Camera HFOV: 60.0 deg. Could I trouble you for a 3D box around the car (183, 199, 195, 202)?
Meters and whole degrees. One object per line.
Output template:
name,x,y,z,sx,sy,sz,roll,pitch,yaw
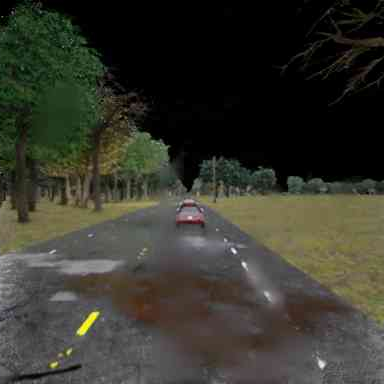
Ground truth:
car,-0.350,1.632,41.425,1.882,1.535,5.008,0,0,-1

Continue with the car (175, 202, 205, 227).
car,-0.145,1.649,23.614,1.994,1.385,4.181,0,0,-1
